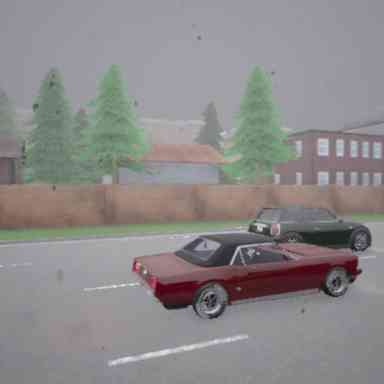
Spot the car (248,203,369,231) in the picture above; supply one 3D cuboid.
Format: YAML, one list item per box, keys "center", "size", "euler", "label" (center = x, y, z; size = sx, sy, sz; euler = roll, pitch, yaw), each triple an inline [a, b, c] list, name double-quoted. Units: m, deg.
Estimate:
- center: [4.259, 1.262, 12.120]
  size: [4.553, 1.767, 2.097]
  euler: [0, 0, -23]
  label: "car"

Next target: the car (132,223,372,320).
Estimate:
- center: [1.238, 1.555, 7.066]
  size: [4.718, 1.301, 1.895]
  euler: [0, 0, -23]
  label: "car"
